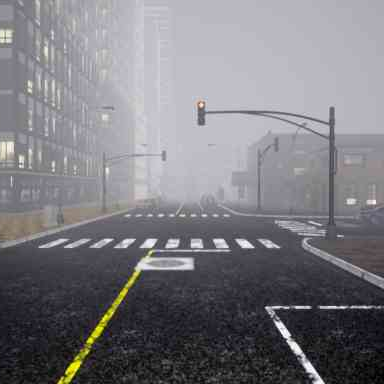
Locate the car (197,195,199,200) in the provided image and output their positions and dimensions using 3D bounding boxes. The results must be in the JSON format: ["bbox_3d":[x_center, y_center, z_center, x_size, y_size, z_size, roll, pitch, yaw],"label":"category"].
[{"bbox_3d":[2.481,1.301,58.791,2.192,1.841,5.009,-1,0,0],"label":"car"}]

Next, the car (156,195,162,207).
[{"bbox_3d":[-5.824,1.554,47.529,1.947,1.339,4.313,-1,0,0],"label":"car"}]

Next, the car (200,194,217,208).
[{"bbox_3d":[2.521,1.428,47.503,1.967,1.590,4.097,-1,0,0],"label":"car"}]

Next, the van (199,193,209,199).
[{"bbox_3d":[2.501,1.328,53.147,1.690,1.788,3.998,-1,0,0],"label":"van"}]

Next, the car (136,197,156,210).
[{"bbox_3d":[-5.976,1.515,41.715,1.752,1.417,4.829,-1,0,0],"label":"car"}]

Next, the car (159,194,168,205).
[{"bbox_3d":[-5.861,1.552,58.818,1.947,1.339,4.313,-1,0,0],"label":"car"}]

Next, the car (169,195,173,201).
[{"bbox_3d":[-5.955,1.508,86.868,1.752,1.417,4.829,-1,0,0],"label":"car"}]

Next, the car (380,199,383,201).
[{"bbox_3d":[16.438,1.415,27.260,5.009,1.841,2.192,1,0,1],"label":"car"}]

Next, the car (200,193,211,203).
[{"bbox_3d":[2.865,1.212,73.442,2.150,2.045,5.566,0,0,0],"label":"car"}]

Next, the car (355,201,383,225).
[{"bbox_3d":[14.610,1.649,24.680,4.674,1.442,1.812,1,1,0],"label":"car"}]

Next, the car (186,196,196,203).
[{"bbox_3d":[-0.229,1.509,69.674,2.128,1.511,4.902,0,0,0],"label":"car"}]
